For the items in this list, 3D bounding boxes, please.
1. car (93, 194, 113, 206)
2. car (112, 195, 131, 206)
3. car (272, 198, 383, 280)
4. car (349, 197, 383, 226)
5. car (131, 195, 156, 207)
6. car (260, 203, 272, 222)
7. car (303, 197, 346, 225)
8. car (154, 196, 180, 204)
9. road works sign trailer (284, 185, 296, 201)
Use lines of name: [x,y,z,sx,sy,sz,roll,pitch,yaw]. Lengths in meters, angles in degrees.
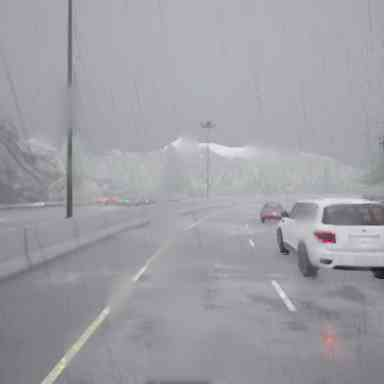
car: [-12.810,1.163,49.971,2.097,1.767,4.553,0,0,18]
car: [-9.384,1.423,49.272,1.895,1.301,4.718,0,0,18]
car: [4.084,1.203,10.133,2.150,2.045,5.566,0,0,5]
car: [13.073,1.322,24.035,2.097,1.767,4.553,0,0,11]
car: [-6.269,1.190,47.441,2.097,1.767,4.553,0,0,18]
car: [6.282,1.507,25.738,1.994,1.385,4.181,0,0,11]
car: [9.582,1.310,24.388,2.097,1.767,4.553,0,0,11]
car: [-3.038,1.453,46.170,1.895,1.301,4.718,0,0,18]
road works sign trailer: [22.622,0.309,76.076,2.380,3.560,2.880,0,0,35]
